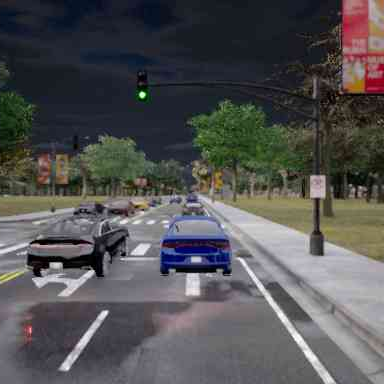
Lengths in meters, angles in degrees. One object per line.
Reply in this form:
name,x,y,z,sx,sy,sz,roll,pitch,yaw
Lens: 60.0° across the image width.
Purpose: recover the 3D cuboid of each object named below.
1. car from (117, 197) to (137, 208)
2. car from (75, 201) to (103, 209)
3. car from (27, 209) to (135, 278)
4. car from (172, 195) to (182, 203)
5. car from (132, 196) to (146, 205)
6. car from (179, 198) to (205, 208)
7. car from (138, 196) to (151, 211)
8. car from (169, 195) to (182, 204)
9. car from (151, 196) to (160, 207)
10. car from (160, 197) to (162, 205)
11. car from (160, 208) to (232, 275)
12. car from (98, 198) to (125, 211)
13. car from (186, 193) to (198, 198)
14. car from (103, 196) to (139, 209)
car,-9.794,1.548,50.867,2.033,1.411,5.357,0,0,0
car,-9.838,1.558,32.128,1.994,1.385,4.181,0,0,1
car,-3.148,1.488,10.127,2.128,1.511,4.902,0,0,0
car,-3.233,1.498,73.112,1.882,1.535,5.008,0,0,0
car,-9.736,1.514,61.036,1.837,1.490,4.892,0,0,0
car,0.106,1.520,28.512,1.812,1.442,4.674,0,0,0
car,-6.584,1.474,41.000,1.882,1.535,5.008,0,0,0
car,-3.228,1.537,63.219,1.812,1.442,4.674,0,0,0
car,-6.548,1.492,50.571,2.128,1.511,4.902,0,0,1
car,-6.486,1.514,60.619,1.837,1.490,4.892,0,0,0
car,0.101,1.474,10.466,1.882,1.535,5.008,0,0,0
car,-9.831,1.487,41.049,2.128,1.511,4.902,0,0,0
car,0.016,1.231,61.580,2.150,2.045,5.566,0,0,0
car,-6.589,1.472,31.419,1.882,1.535,5.008,0,0,0
